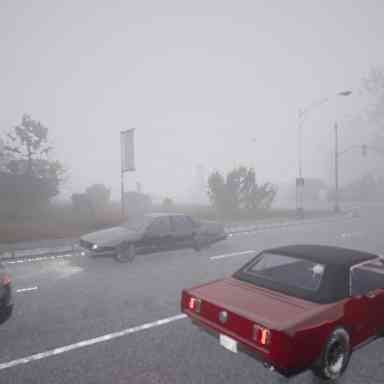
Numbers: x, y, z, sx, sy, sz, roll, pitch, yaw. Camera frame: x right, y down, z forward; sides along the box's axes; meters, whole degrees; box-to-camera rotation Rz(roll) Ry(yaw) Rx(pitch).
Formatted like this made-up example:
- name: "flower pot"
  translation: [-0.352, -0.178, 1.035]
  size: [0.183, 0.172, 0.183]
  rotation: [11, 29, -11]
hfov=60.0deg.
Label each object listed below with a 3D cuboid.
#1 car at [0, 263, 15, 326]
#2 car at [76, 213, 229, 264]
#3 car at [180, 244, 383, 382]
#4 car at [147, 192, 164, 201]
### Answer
- name: "car"
  translation: [-4.916, 1.580, 4.776]
  size: [4.181, 1.385, 1.994]
  rotation: [-1, 0, -36]
- name: "car"
  translation: [-1.183, 1.465, 11.756]
  size: [5.357, 1.411, 2.033]
  rotation: [-1, 1, -36]
- name: "car"
  translation: [2.246, 1.533, 5.361]
  size: [4.718, 1.301, 1.895]
  rotation: [-1, 1, -36]
- name: "car"
  translation: [-7.234, 0.783, 63.460]
  size: [2.097, 1.767, 4.553]
  rotation: [-1, 1, -38]
